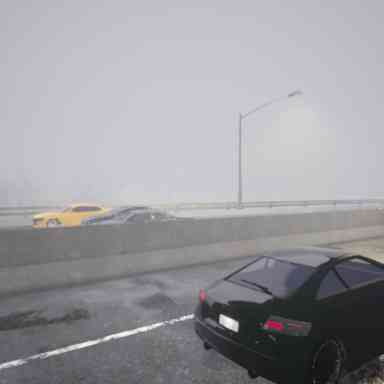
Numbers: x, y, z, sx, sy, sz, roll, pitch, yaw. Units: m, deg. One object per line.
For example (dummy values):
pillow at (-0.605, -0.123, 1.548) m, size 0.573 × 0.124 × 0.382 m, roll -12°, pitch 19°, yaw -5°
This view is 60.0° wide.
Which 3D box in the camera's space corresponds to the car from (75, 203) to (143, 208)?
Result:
car at (-3.651, 1.505, 18.550) m, size 4.892 × 1.490 × 1.837 m, roll 0°, pitch 0°, yaw -35°

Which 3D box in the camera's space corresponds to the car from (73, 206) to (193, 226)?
car at (-2.323, 1.548, 15.211) m, size 5.357 × 1.411 × 2.033 m, roll 0°, pitch 0°, yaw -35°

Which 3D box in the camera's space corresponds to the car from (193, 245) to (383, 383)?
car at (2.085, 1.566, 5.214) m, size 4.181 × 1.385 × 1.994 m, roll 0°, pitch 0°, yaw -35°

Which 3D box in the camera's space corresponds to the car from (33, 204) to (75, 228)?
car at (-7.028, 1.475, 20.450) m, size 5.008 × 1.535 × 1.882 m, roll 0°, pitch 0°, yaw -35°
